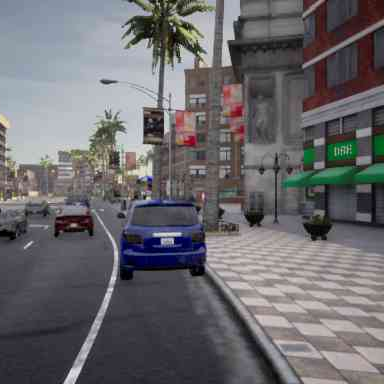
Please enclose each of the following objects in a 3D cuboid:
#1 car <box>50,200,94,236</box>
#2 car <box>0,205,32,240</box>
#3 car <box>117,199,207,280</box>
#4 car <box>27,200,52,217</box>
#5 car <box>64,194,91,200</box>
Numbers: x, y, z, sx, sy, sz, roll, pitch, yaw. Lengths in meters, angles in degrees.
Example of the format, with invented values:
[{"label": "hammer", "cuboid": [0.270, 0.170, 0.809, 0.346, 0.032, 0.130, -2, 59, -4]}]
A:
[{"label": "car", "cuboid": [-6.541, 1.472, 18.626, 1.882, 1.535, 5.008, 0, 0, -18]}, {"label": "car", "cuboid": [-9.622, 1.556, 16.772, 1.994, 1.385, 4.181, 0, 0, -18]}, {"label": "car", "cuboid": [-1.082, 1.219, 10.223, 2.150, 2.045, 5.566, 0, 0, -11]}, {"label": "car", "cuboid": [-14.341, 1.480, 31.057, 2.128, 1.511, 4.902, 0, 0, -18]}, {"label": "car", "cuboid": [-10.743, 1.215, 31.284, 2.150, 2.045, 5.566, 0, 0, -18]}]
